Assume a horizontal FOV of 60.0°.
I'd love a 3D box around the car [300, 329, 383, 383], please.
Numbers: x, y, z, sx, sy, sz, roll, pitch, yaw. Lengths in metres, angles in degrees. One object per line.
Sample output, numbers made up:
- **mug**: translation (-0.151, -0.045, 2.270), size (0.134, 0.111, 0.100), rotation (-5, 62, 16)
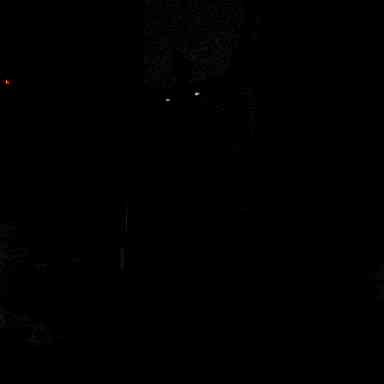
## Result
- **car**: translation (2.738, 1.315, 0.853), size (5.009, 1.841, 2.192), rotation (0, 0, 36)
